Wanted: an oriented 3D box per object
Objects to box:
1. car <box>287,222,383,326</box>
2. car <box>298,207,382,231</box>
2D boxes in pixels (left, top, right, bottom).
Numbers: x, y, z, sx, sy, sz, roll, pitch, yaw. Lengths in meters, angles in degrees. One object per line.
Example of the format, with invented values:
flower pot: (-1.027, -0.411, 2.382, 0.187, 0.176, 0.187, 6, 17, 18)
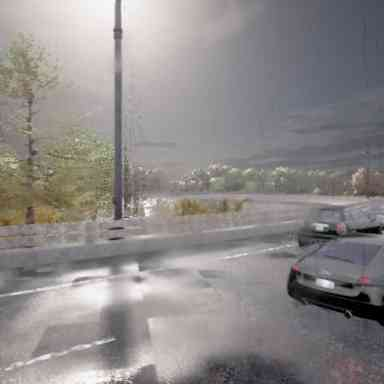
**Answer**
car: (3.902, 1.582, 7.125, 4.181, 1.385, 1.994, 0, 0, -39)
car: (6.370, 1.389, 13.933, 4.553, 1.767, 2.097, 0, 0, -42)
